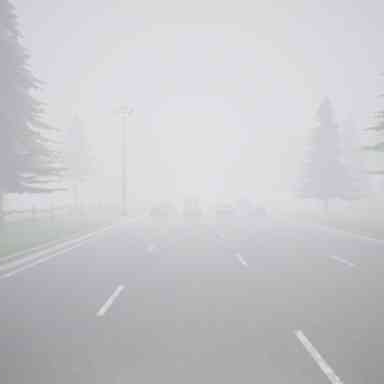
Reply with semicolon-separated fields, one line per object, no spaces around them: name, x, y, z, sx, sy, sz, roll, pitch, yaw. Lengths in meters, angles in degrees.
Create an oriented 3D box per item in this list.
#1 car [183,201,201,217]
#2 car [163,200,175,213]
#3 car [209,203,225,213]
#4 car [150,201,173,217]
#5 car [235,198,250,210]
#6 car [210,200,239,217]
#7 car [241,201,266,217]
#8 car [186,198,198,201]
car;0.000;2.032;37.024;1.994;1.385;4.181;0;-1;0
car;-3.500;1.946;46.999;2.097;1.767;4.553;0;-1;0
car;3.500;2.196;47.061;1.895;1.301;4.718;0;-1;0
car;-3.500;2.011;36.608;2.033;1.411;5.357;0;-1;0
car;7.000;1.817;47.061;2.150;2.045;5.566;0;-1;0
car;3.500;1.955;36.609;2.128;1.511;4.902;0;-1;0
car;7.000;1.995;37.025;1.812;1.442;4.674;0;-1;0
car;0.000;1.817;47.061;2.150;2.045;5.566;0;-1;0
